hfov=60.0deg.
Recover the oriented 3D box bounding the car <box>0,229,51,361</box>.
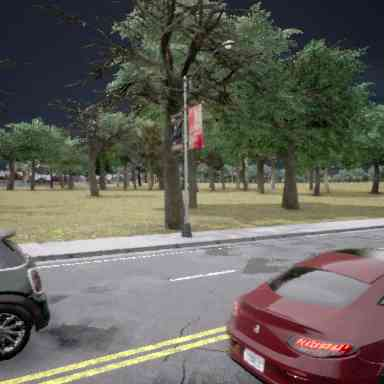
[{"bbox_3d":[-4.415,1.352,4.450,4.553,1.767,2.097,0,0,-30],"label":"car"}]

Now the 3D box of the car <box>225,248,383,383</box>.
[{"bbox_3d":[2.617,1.524,4.532,4.674,1.442,1.812,0,0,-30],"label":"car"}]
